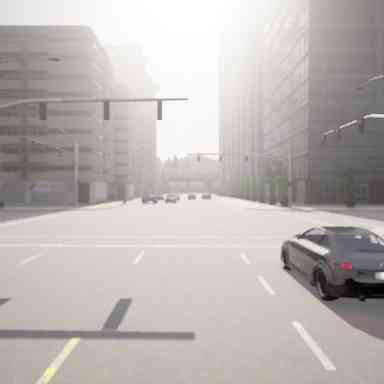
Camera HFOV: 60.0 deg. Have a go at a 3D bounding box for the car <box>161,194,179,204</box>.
[{"bbox_3d":[-3.582,1.183,55.916,1.837,1.490,4.892,0,0,0],"label":"car"}]

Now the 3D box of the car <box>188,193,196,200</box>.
[{"bbox_3d":[-0.037,1.030,76.533,1.882,1.535,5.008,0,0,0],"label":"car"}]

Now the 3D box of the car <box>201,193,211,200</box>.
[{"bbox_3d":[3.463,1.049,77.369,1.837,1.490,4.892,0,0,0],"label":"car"}]

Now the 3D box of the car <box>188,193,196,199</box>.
[{"bbox_3d":[-0.041,1.028,85.861,1.994,1.385,4.181,0,0,0],"label":"car"}]

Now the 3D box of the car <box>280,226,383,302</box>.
[{"bbox_3d":[3.575,1.516,8.196,1.994,1.385,4.181,0,0,0],"label":"car"}]

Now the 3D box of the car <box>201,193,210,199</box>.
[{"bbox_3d":[3.459,1.034,86.036,1.994,1.385,4.181,0,0,0],"label":"car"}]

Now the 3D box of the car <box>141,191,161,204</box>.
[{"bbox_3d":[-7.077,0.900,55.936,2.150,2.045,5.566,0,0,1],"label":"car"}]
